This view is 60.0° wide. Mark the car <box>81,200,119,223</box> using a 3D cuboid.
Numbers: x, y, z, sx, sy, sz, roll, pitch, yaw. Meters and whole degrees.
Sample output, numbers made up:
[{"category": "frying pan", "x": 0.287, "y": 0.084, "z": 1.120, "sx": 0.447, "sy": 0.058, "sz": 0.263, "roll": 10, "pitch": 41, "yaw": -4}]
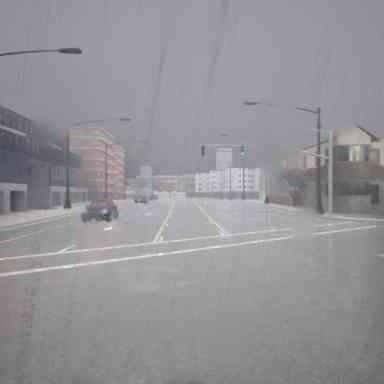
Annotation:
[{"category": "car", "x": -7.207, "y": 1.413, "z": 26.349, "sx": 2.097, "sy": 1.767, "sz": 4.553, "roll": 0, "pitch": 0, "yaw": -2}]

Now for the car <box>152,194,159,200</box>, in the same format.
[{"category": "car", "x": -8.830, "y": 1.197, "z": 77.807, "sx": 2.033, "sy": 1.411, "sz": 5.357, "roll": 0, "pitch": -1, "yaw": -2}]

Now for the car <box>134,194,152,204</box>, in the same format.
[{"category": "car", "x": -8.036, "y": 1.145, "z": 52.704, "sx": 2.128, "sy": 1.511, "sz": 4.902, "roll": 0, "pitch": 1, "yaw": -2}]
